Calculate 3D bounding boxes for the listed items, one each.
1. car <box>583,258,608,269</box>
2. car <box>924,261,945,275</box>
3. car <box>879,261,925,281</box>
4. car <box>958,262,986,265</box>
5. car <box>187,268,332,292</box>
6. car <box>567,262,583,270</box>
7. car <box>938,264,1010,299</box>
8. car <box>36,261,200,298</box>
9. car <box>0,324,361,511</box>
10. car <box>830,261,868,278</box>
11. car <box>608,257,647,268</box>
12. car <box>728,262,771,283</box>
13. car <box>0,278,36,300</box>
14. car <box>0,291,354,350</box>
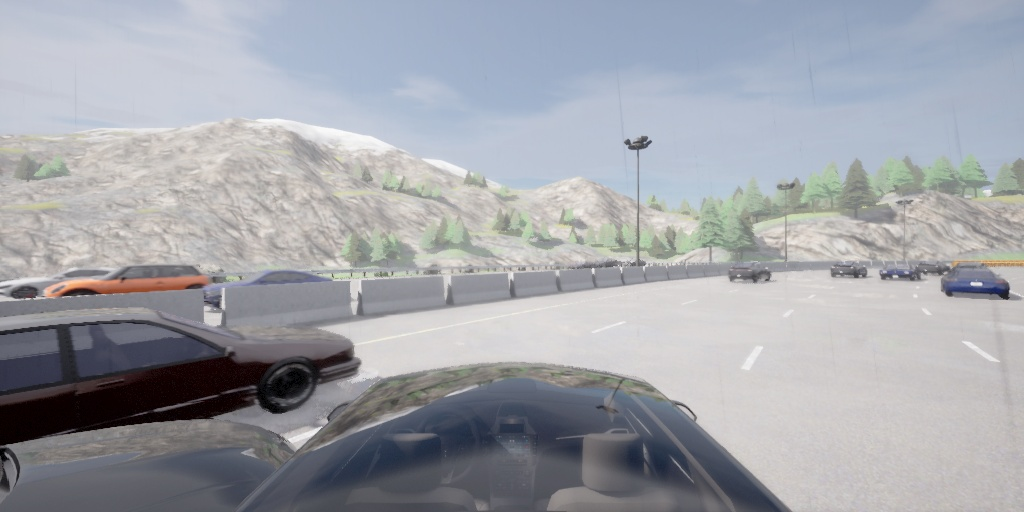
[{"bbox_3d":[11.904,0.944,45.284,5.357,1.411,2.033,0,0,-38],"label":"car"},{"bbox_3d":[43.308,1.242,36.891,4.902,1.511,2.128,0,0,-31],"label":"car"},{"bbox_3d":[32.283,1.351,29.744,4.718,1.301,1.895,0,0,-35],"label":"car"},{"bbox_3d":[36.115,1.252,28.153,4.892,1.490,1.837,1,-1,-35],"label":"car"},{"bbox_3d":[-9.647,1.276,14.388,1.812,1.442,4.674,0,0,39],"label":"car"},{"bbox_3d":[9.742,1.365,48.037,5.357,1.411,2.033,0,0,-38],"label":"car"},{"bbox_3d":[23.579,1.314,18.355,4.181,1.385,1.994,0,0,-41],"label":"car"},{"bbox_3d":[-14.527,1.102,13.871,2.097,1.767,4.553,0,0,38],"label":"car"},{"bbox_3d":[-2.983,1.255,0.554,4.892,1.490,1.837,0,0,-45],"label":"car"},{"bbox_3d":[31.370,1.242,33.367,4.902,1.511,2.128,0,0,-35],"label":"car"},{"bbox_3d":[14.066,0.890,42.532,4.902,1.511,2.128,0,0,-38],"label":"car"},{"bbox_3d":[18.440,1.240,27.766,4.902,1.511,2.128,0,0,-40],"label":"car"},{"bbox_3d":[-20.784,1.276,17.240,1.812,1.442,4.674,0,0,38],"label":"car"},{"bbox_3d":[-4.557,1.297,3.845,2.033,1.411,5.357,0,0,39],"label":"car"}]
